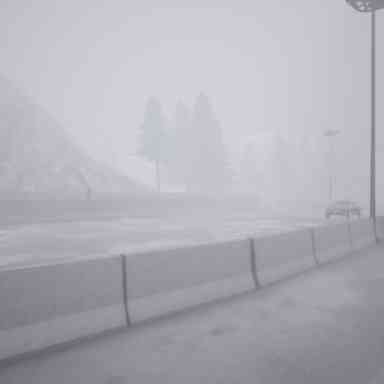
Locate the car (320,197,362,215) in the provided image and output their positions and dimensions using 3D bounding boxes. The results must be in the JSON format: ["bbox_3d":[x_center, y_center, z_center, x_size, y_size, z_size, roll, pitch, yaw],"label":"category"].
[{"bbox_3d":[12.481,1.369,27.229,1.837,1.490,4.892,0,0,42],"label":"car"}]
